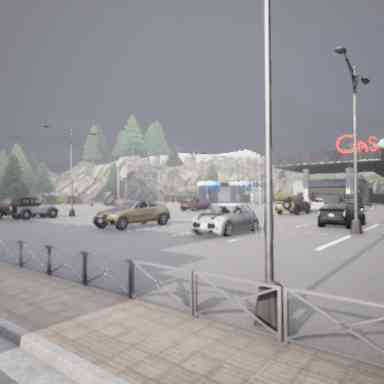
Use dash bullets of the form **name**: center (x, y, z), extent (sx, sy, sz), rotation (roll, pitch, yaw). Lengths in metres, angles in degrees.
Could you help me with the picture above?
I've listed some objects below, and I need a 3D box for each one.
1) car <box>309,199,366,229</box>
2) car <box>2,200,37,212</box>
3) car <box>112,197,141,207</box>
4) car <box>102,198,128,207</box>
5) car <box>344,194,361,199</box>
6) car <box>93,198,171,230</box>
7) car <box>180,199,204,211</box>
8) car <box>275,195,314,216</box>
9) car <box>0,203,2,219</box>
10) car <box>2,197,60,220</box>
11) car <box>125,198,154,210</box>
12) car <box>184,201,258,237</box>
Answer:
- **car**: center (8.944, 1.375, 19.867), extent (2.007, 1.523, 4.514), rotation (-1, 0, 38)
- **car**: center (-23.532, 1.857, 45.513), extent (1.970, 1.475, 3.806), rotation (-1, 0, 38)
- **car**: center (-11.770, 1.812, 60.007), extent (2.152, 1.636, 5.027), rotation (-1, 0, 38)
- **car**: center (-14.253, 1.851, 61.923), extent (2.007, 1.523, 4.514), rotation (-1, 0, 38)
- **car**: center (17.244, 1.198, 36.119), extent (1.905, 1.878, 3.866), rotation (-1, 0, 38)
- **car**: center (-3.534, 1.323, 20.397), extent (2.152, 1.636, 5.027), rotation (-1, 0, 38)
- **car**: center (0.479, 1.566, 40.350), extent (2.007, 1.523, 4.514), rotation (-1, 0, 38)
- **car**: center (9.766, 1.246, 32.022), extent (1.932, 1.855, 4.605), rotation (-1, 0, 38)
- **car**: center (-16.059, 1.417, 29.872), extent (1.932, 1.855, 4.605), rotation (-1, 0, 38)
- **car**: center (-13.532, 1.369, 28.382), extent (1.905, 1.878, 3.866), rotation (-1, 0, 38)
- **car**: center (-7.303, 1.683, 46.619), extent (1.845, 1.501, 3.633), rotation (-1, 0, 38)
- **car**: center (1.682, 1.341, 16.645), extent (1.970, 1.475, 3.806), rotation (-1, 0, 38)
